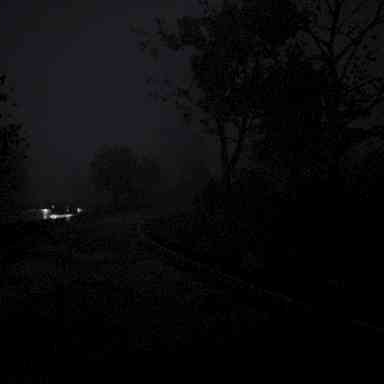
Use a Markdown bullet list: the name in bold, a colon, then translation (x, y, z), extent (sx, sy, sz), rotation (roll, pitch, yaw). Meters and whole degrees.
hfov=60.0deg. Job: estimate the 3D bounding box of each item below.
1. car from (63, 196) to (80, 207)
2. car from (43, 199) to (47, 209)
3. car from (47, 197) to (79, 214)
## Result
- **car**: translation (-19.670, 1.495, 54.280), extent (1.882, 1.535, 5.008), rotation (0, 0, -28)
- **car**: translation (-21.839, 1.808, 51.172), extent (1.837, 1.490, 4.892), rotation (0, 0, -25)
- **car**: translation (-14.826, 1.631, 38.595), extent (2.097, 1.767, 4.553), rotation (0, 0, -9)
